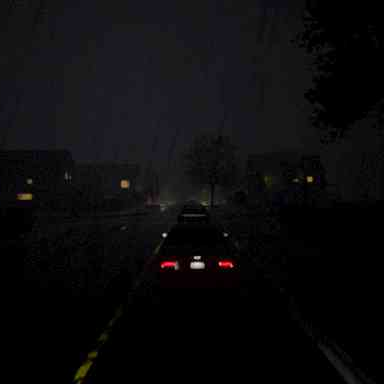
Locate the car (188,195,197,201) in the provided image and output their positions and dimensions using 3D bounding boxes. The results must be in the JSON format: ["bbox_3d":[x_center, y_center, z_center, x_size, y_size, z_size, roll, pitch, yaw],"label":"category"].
[{"bbox_3d":[0.008,1.842,70.893,1.895,1.301,4.718,0,0,0],"label":"car"}]

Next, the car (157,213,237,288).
[{"bbox_3d":[0.096,1.565,9.391,2.033,1.411,5.357,0,0,0],"label":"car"}]

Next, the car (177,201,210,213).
[{"bbox_3d":[0.102,1.534,21.059,2.128,1.511,4.902,0,0,0],"label":"car"}]

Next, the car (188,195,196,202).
[{"bbox_3d":[0.008,1.552,80.882,2.097,1.767,4.553,0,0,0],"label":"car"}]
